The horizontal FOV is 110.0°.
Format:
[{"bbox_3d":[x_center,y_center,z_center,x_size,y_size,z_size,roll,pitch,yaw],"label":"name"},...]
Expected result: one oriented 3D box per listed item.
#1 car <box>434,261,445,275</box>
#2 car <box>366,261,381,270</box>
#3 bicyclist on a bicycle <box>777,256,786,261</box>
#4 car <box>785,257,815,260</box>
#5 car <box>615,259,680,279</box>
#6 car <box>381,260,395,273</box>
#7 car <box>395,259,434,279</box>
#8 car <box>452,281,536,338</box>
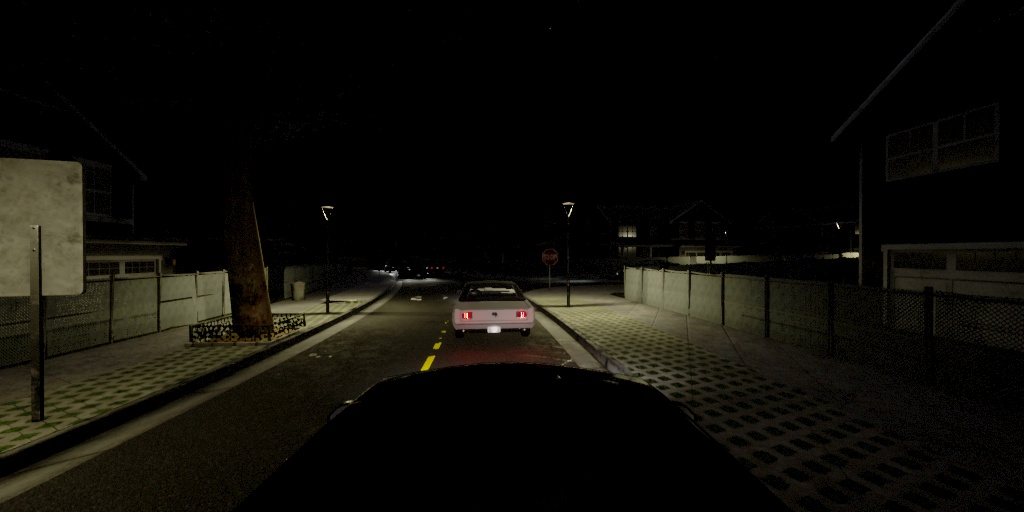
[{"bbox_3d":[-8.627,1.260,38.834,2.033,1.411,5.357,0,0,-24],"label":"car"},{"bbox_3d":[-19.422,1.325,51.509,1.895,1.301,4.718,0,0,-36],"label":"car"},{"bbox_3d":[16.596,0.799,22.060,0.582,1.620,1.656,-1,0,-9],"label":"bicyclist on a bicycle"},{"bbox_3d":[23.269,0.837,29.183,5.008,1.535,1.882,-1,0,-11],"label":"car"},{"bbox_3d":[10.256,1.020,27.055,4.902,1.511,2.128,-1,0,-9],"label":"car"},{"bbox_3d":[-14.019,1.225,42.904,1.837,1.490,4.892,0,0,-29],"label":"car"},{"bbox_3d":[-8.881,1.077,32.382,2.097,1.767,4.553,0,0,-26],"label":"car"},{"bbox_3d":[-0.617,1.347,10.194,1.895,1.301,4.718,0,0,-6],"label":"car"}]
